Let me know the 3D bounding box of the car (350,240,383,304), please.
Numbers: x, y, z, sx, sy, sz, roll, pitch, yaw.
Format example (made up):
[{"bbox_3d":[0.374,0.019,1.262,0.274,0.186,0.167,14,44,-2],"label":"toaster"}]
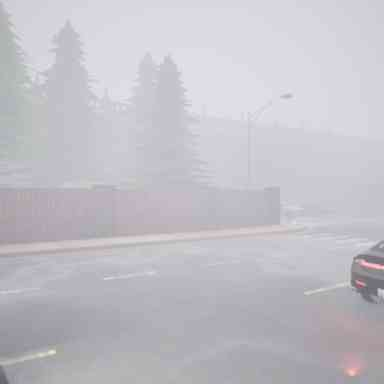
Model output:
[{"bbox_3d":[5.330,1.520,6.904,4.902,1.511,2.128,0,0,-32],"label":"car"}]

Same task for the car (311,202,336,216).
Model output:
[{"bbox_3d":[12.122,1.699,34.563,2.033,1.411,5.357,0,0,-33],"label":"car"}]

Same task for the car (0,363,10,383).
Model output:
[{"bbox_3d":[-3.359,1.495,1.232,4.892,1.490,1.837,1,0,-36],"label":"car"}]

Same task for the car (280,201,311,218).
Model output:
[{"bbox_3d":[8.891,1.664,32.541,1.812,1.442,4.674,0,0,-32],"label":"car"}]
